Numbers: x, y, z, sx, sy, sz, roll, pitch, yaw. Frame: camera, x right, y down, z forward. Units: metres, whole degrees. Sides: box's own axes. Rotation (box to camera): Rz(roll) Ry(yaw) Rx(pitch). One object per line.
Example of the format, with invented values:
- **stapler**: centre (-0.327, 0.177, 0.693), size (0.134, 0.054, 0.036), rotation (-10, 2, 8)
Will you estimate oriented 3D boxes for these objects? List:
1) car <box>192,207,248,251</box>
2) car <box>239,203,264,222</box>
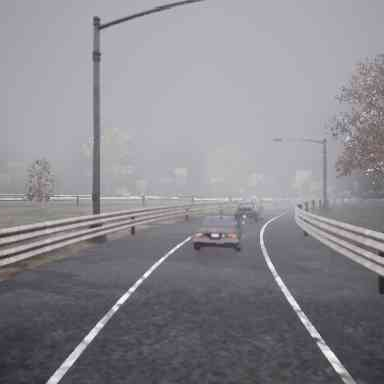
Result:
- **car**: centre (1.242, 1.604, 14.247), size (2.033, 1.411, 5.357), rotation (0, 0, 10)
- **car**: centre (4.943, 1.689, 28.459), size (1.837, 1.490, 4.892), rotation (0, -1, 19)
